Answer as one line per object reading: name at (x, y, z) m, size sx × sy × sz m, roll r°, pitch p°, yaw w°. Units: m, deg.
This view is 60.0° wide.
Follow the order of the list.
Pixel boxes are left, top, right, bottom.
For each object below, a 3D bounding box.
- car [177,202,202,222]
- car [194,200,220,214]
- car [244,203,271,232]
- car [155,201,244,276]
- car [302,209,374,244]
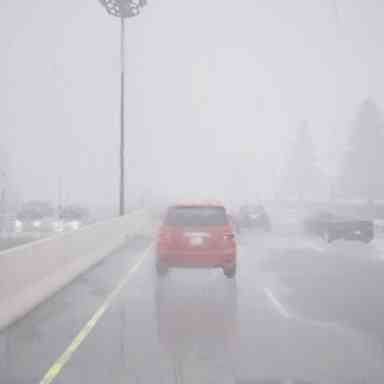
car at (-0.342, 1.682, 29.758) m, size 1.882 × 1.535 × 5.008 m, roll 0°, pitch 0°, yaw -4°
car at (1.770, 1.773, 40.307) m, size 2.128 × 1.511 × 4.902 m, roll 0°, pitch 0°, yaw -10°
car at (3.557, 1.508, 21.345) m, size 2.097 × 1.767 × 4.553 m, roll 0°, pitch 0°, yaw -1°
car at (0.113, 1.296, 10.707) m, size 2.150 × 2.045 × 5.566 m, roll 0°, pitch 0°, yaw 0°
car at (7.117, 1.612, 16.771) m, size 1.882 × 1.535 × 5.008 m, roll 0°, pitch 0°, yaw 0°
